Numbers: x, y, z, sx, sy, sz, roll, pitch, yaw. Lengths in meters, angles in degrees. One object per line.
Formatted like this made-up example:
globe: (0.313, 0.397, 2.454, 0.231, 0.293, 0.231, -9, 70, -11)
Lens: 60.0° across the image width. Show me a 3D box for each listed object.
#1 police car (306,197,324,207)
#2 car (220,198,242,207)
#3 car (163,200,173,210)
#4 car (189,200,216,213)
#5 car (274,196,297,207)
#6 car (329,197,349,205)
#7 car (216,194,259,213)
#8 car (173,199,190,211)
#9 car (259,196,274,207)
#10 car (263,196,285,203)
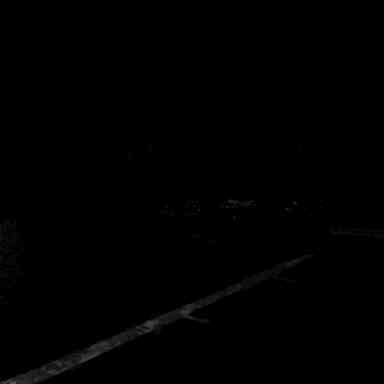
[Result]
police car: (19.890, 1.570, 53.740, 1.930, 1.638, 5.238, -1, 0, 36)
car: (7.163, 1.809, 60.074, 1.812, 1.442, 4.674, -1, 0, 37)
car: (-2.065, 1.777, 47.434, 2.128, 1.511, 4.902, -1, 0, 36)
car: (2.124, 1.818, 41.293, 1.895, 1.301, 4.718, -1, 0, 36)
car: (15.465, 1.685, 53.592, 1.837, 1.490, 4.892, -1, -1, 37)
car: (27.266, 1.694, 61.603, 4.181, 1.385, 1.994, 0, 0, -37)
car: (5.636, 1.403, 40.183, 2.150, 2.045, 5.566, -1, 0, 36)
car: (-0.046, 1.777, 44.257, 1.812, 1.442, 4.674, -1, 0, 36)
car: (12.690, 1.762, 55.805, 2.033, 1.411, 5.357, -1, 0, 37)
car: (17.785, 1.652, 71.934, 5.357, 1.411, 2.033, 0, 0, -41)
